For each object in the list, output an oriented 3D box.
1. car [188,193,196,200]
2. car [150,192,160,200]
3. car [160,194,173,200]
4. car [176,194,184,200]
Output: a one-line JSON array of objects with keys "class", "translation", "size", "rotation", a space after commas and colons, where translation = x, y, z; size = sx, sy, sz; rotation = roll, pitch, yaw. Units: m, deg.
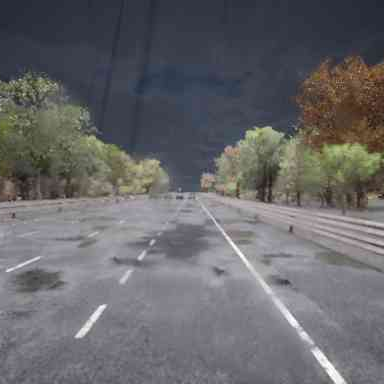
[{"class": "car", "translation": [0.006, 1.401, 92.909], "size": [2.033, 1.411, 5.357], "rotation": [0, 0, 0]}, {"class": "car", "translation": [-10.493, 1.087, 92.941], "size": [2.150, 2.045, 5.566], "rotation": [0, 0, 0]}, {"class": "car", "translation": [-6.993, 1.362, 92.910], "size": [1.837, 1.490, 4.892], "rotation": [0, 0, 0]}, {"class": "car", "translation": [-3.493, 1.339, 92.909], "size": [1.882, 1.535, 5.008], "rotation": [0, 0, 0]}]
